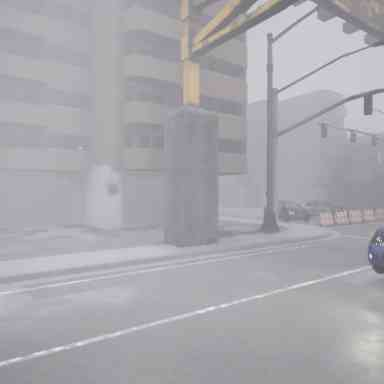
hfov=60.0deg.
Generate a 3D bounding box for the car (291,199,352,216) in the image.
[{"bbox_3d":[10.931,1.283,28.139,4.536,1.218,1.853,0,0,34],"label":"car"}]

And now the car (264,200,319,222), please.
[{"bbox_3d":[7.408,1.443,25.946,2.038,1.542,4.974,0,0,-11],"label":"car"}]

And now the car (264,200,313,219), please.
[{"bbox_3d":[7.398,1.285,25.997,1.853,1.218,4.536,0,0,-11],"label":"car"}]

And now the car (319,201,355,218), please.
[{"bbox_3d":[10.974,1.441,28.110,4.974,1.542,2.038,0,0,34],"label":"car"}]

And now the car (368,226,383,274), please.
[{"bbox_3d":[7.194,1.216,9.441,5.566,2.045,2.150,0,0,-38],"label":"car"}]
